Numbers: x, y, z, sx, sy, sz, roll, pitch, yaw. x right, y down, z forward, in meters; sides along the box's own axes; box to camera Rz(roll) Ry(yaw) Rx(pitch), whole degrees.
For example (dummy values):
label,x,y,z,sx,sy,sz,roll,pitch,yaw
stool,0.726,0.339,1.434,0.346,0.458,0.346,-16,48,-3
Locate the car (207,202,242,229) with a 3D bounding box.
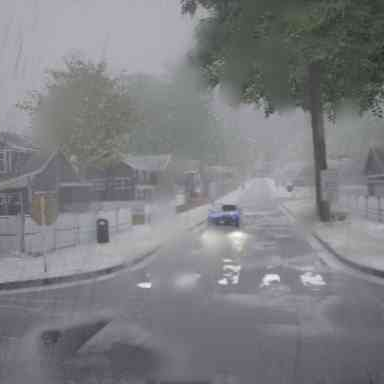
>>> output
label,x,y,z,sx,sy,sz,roll,pitch,yaw
car,2.206,1.417,21.575,1.882,1.535,5.008,-3,0,12
